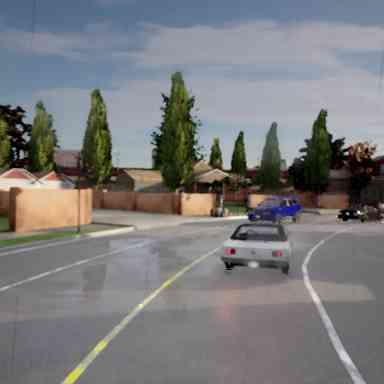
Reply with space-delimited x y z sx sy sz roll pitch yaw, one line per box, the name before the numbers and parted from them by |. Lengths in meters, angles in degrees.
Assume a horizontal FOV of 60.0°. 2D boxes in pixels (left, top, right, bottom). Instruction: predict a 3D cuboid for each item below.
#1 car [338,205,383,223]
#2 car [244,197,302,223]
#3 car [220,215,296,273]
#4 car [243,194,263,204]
car | 14.451 1.806 28.174 5.357 1.411 2.033 1 -1 -38
car | 6.454 1.417 25.520 2.150 2.045 5.566 -1 -1 41
car | 2.343 1.677 11.062 1.895 1.301 4.718 0 0 18
car | 9.778 1.175 53.501 1.816 1.474 4.193 -2 0 -8
